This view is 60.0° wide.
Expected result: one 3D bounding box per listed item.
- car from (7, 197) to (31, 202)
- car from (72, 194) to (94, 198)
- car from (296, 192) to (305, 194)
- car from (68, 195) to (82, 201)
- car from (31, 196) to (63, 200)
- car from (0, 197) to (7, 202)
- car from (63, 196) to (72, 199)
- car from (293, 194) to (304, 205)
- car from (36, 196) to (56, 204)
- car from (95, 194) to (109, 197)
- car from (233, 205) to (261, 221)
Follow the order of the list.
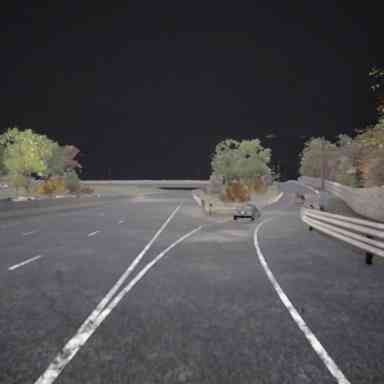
[{"bbox_3d":[-24.757,1.496,48.998,1.812,1.442,4.674,0,0,0],"label":"car"},{"bbox_3d":[-21.273,1.540,64.995,1.994,1.385,4.181,0,0,0],"label":"car"},{"bbox_3d":[25.992,0.971,80.225,2.150,2.045,5.566,0,4,18],"label":"car"},{"bbox_3d":[-28.336,1.375,80.692,1.812,1.442,4.674,0,0,0],"label":"car"},{"bbox_3d":[-21.258,1.576,48.829,1.895,1.301,4.718,0,0,0],"label":"car"},{"bbox_3d":[-28.253,1.457,48.822,2.128,1.511,4.902,0,0,0],"label":"car"},{"bbox_3d":[-24.772,1.507,64.817,2.128,1.511,4.902,0,0,0],"label":"car"},{"bbox_3d":[22.690,1.878,71.147,1.994,1.385,4.181,0,3,20],"label":"car"},{"bbox_3d":[-28.271,1.530,64.646,1.994,1.385,4.181,0,0,0],"label":"car"},{"bbox_3d":[-21.338,1.344,81.104,1.837,1.490,4.892,0,0,0],"label":"car"},{"bbox_3d":[5.166,1.884,30.812,2.033,1.411,5.357,0,-1,20],"label":"car"}]
